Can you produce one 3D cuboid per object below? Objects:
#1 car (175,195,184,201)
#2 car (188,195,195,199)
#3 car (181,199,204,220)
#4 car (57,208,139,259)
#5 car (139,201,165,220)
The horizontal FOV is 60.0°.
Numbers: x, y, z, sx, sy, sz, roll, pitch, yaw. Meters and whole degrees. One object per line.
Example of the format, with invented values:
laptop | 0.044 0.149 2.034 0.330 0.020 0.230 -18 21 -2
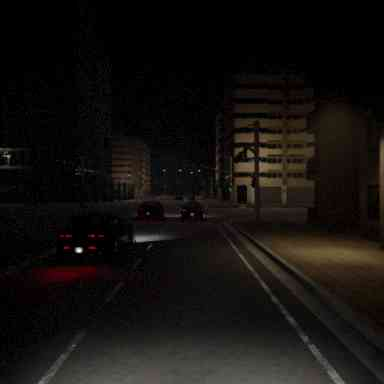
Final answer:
car | -3.549 1.519 91.537 2.097 1.767 4.553 0 0 0
car | -0.049 1.664 91.841 1.837 1.490 4.892 0 0 0
car | 0.037 1.576 28.324 1.812 1.442 4.674 0 0 0
car | -3.464 1.529 12.670 1.837 1.490 4.892 0 0 1
car | -3.461 1.529 28.833 1.882 1.535 5.008 0 0 0
